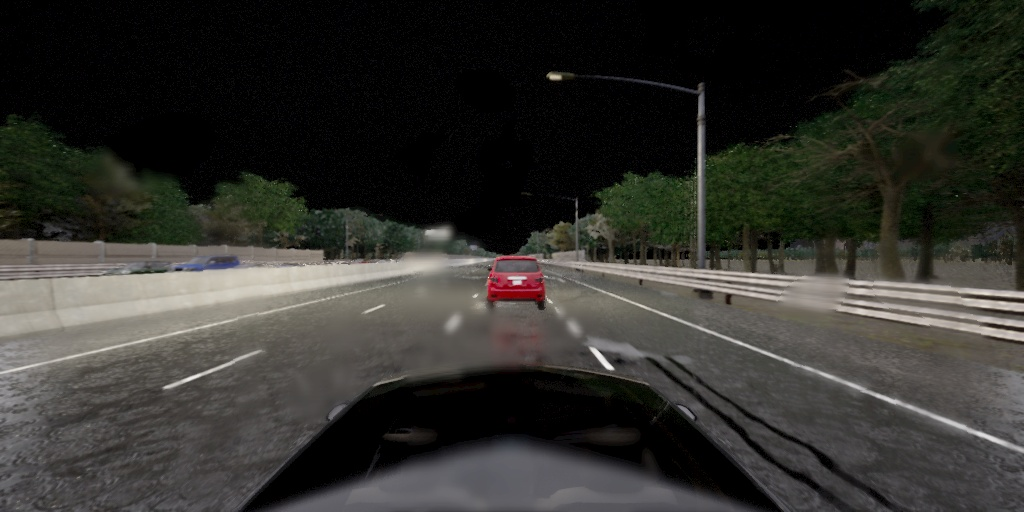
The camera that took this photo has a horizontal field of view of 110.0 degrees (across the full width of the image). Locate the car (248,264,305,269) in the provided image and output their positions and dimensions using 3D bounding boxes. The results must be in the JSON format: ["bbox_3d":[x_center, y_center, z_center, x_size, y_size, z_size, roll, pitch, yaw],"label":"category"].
[{"bbox_3d":[-17.642,1.357,28.232,2.033,1.411,5.357,0,0,0],"label":"car"}]

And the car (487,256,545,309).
[{"bbox_3d":[0.134,1.036,15.264,2.150,2.045,5.566,0,0,-1],"label":"car"}]

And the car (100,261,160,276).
[{"bbox_3d":[-28.134,1.159,27.281,2.097,1.767,4.553,0,0,0],"label":"car"}]

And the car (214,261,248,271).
[{"bbox_3d":[-21.137,1.376,28.960,1.994,1.385,4.181,0,0,0],"label":"car"}]

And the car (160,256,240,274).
[{"bbox_3d":[-24.636,1.035,29.143,2.150,2.045,5.566,0,0,0],"label":"car"}]
